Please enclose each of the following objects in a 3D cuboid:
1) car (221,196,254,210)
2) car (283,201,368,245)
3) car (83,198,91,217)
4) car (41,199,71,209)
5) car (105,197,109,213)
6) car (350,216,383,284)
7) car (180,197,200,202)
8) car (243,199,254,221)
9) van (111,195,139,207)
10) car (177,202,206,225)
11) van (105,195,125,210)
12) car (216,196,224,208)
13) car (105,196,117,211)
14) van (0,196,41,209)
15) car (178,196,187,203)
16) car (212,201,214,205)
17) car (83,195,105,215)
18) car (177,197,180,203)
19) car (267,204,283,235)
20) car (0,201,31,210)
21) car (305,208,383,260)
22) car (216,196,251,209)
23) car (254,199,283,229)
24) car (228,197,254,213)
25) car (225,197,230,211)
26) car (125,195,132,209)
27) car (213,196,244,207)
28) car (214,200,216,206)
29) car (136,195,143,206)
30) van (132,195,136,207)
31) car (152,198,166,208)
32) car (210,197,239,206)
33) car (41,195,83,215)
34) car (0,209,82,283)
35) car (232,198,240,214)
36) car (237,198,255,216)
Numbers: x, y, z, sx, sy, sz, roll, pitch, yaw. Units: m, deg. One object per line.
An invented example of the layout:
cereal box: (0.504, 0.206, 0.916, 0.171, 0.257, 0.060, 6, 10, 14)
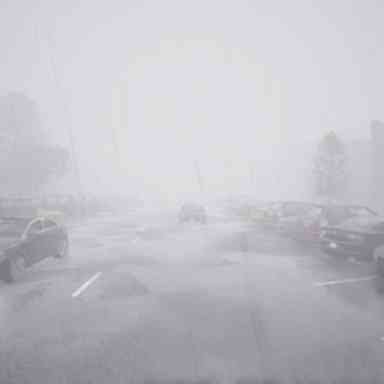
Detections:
car: (6.229, 1.545, 36.873, 5.008, 1.535, 2.097, 1, 0, -21)
car: (6.360, 1.297, 13.389, 4.553, 1.767, 2.185, 1, -1, -20)
car: (-11.488, 1.537, 28.567, 4.892, 1.521, 2.231, -1, 0, -20)
car: (-11.296, 1.492, 22.634, 5.366, 1.575, 1.946, -1, -1, -20)
car: (-11.482, 1.604, 34.585, 4.792, 1.488, 2.163, -1, 0, -19)
car: (6.413, 1.429, 7.526, 5.008, 1.535, 2.097, 1, 0, -20)
car: (-0.051, 1.606, 42.806, 2.128, 1.511, 4.902, 0, 0, 1)
car: (6.338, 1.455, 22.196, 5.008, 1.535, 2.097, 1, -1, -20)
van: (-11.217, 1.485, 55.577, 4.442, 1.987, 1.878, -1, 0, -19)
car: (0.005, 1.602, 24.296, 1.895, 1.301, 4.718, 0, 0, 0)
van: (-11.446, 1.408, 43.574, 4.442, 1.987, 1.878, -1, 0, -19)
car: (6.015, 1.557, 39.743, 5.366, 1.575, 1.946, 1, 0, -21)
car: (-11.433, 1.595, 37.606, 4.892, 1.521, 2.231, -1, -1, -19)
van: (-11.564, 1.255, 19.530, 4.442, 1.987, 1.878, -1, 0, -20)
car: (-1.985, 1.666, 72.153, 1.895, 1.301, 4.718, 0, 2, -1)
car: (6.065, 1.664, 51.600, 4.792, 1.488, 2.163, 1, -1, -21)
car: (-11.510, 1.304, 31.572, 5.566, 2.045, 2.435, -1, 0, -20)
car: (-1.800, 1.731, 62.350, 2.128, 1.511, 4.902, 0, 0, -1)
car: (6.381, 1.468, 16.321, 4.674, 1.452, 2.002, 1, 0, -20)
car: (-11.262, 1.460, 16.641, 5.366, 1.575, 1.946, -1, 0, -20)
car: (6.392, 1.422, 10.458, 5.008, 1.535, 2.097, 1, 0, -20)
car: (6.051, 1.490, 48.631, 4.553, 1.767, 2.185, 1, -1, -21)
car: (6.333, 1.314, 19.255, 4.553, 1.767, 2.185, 1, -1, -20)
car: (6.285, 1.509, 31.000, 5.008, 1.535, 2.097, 1, 0, -20)
car: (6.222, 1.556, 33.927, 4.792, 1.488, 2.163, 1, 0, -20)
car: (-11.250, 1.526, 46.627, 4.553, 1.767, 2.185, -1, 0, -19)
car: (5.967, 1.526, 54.531, 4.553, 1.767, 2.185, 1, -1, -21)
car: (6.126, 1.598, 45.687, 5.008, 1.535, 2.097, 1, 0, -21)
car: (-11.140, 1.438, 52.634, 5.566, 2.045, 2.435, -1, -1, -19)
van: (-11.115, 1.444, 49.663, 4.442, 1.987, 1.878, -1, -1, -19)
car: (-5.150, 1.734, 53.213, 2.033, 1.411, 5.357, 0, 0, 1)
car: (5.907, 1.728, 60.437, 4.674, 1.452, 2.002, 1, 0, -21)
car: (-11.515, 1.265, 25.553, 5.566, 2.045, 2.435, -1, 0, -20)
car: (-5.118, 1.447, 9.535, 2.128, 1.511, 4.902, 0, 0, 0)
car: (6.297, 1.492, 28.066, 4.892, 1.521, 2.231, 1, -1, -20)
car: (6.316, 1.474, 25.133, 4.892, 1.521, 2.231, 1, -1, -20)
